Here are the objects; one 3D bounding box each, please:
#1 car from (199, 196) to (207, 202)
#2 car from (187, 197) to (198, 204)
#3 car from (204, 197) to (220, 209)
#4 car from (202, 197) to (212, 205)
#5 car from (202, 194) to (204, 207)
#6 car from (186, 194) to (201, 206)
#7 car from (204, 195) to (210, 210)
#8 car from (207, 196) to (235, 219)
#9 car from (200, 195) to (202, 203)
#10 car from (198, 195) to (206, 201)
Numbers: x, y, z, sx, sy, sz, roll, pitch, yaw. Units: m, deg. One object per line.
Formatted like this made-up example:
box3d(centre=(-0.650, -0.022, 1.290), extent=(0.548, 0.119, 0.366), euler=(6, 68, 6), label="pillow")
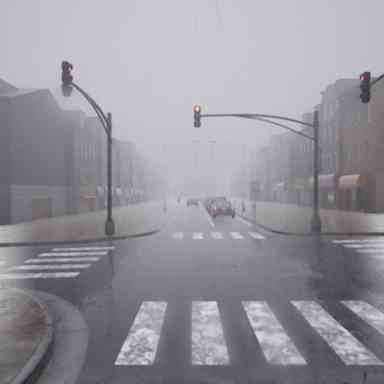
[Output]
box3d(centre=(2.793, 1.764, 83.734), extent=(1.802, 1.307, 4.206), euler=(-1, 0, 0), label="car")
box3d(centre=(0.127, 1.675, 65.193), extent=(1.994, 1.385, 4.181), euler=(0, 0, 0), label="car")
box3d(centre=(2.718, 1.494, 45.918), extent=(1.967, 1.590, 4.097), euler=(-1, 0, 0), label="car")
box3d(centre=(2.751, 1.627, 62.295), extent=(1.752, 1.417, 4.829), euler=(-1, 0, 0), label="car")
box3d(centre=(2.706, 1.356, 40.516), extent=(2.192, 1.841, 5.009), euler=(-1, 0, 0), label="car")
box3d(centre=(0.106, 1.582, 54.772), extent=(1.837, 1.490, 4.892), euler=(0, 0, 0), label="car")
box3d(centre=(2.696, 1.344, 35.113), extent=(2.192, 1.841, 5.009), euler=(-1, 0, 0), label="car")
box3d(centre=(2.687, 1.460, 29.711), extent=(1.967, 1.590, 4.097), euler=(-1, 0, 0), label="car")
box3d(centre=(2.728, 1.508, 51.320), extent=(1.967, 1.590, 4.097), euler=(-1, 0, 0), label="car")
box3d(centre=(2.812, 1.670, 94.539), extent=(1.967, 1.590, 4.097), euler=(-1, 0, 0), label="car")
